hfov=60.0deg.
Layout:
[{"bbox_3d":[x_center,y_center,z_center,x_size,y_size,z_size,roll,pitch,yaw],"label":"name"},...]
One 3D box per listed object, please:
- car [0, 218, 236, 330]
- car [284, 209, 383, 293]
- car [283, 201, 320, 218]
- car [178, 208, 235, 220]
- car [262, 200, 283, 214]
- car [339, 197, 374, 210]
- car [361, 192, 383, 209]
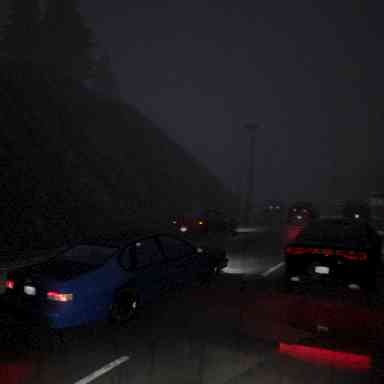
[{"bbox_3d":[-1.154,1.567,7.285,2.033,1.411,5.357,-1,0,33],"label":"car"},{"bbox_3d":[3.976,1.443,8.978,1.882,1.535,5.008,-1,0,31],"label":"car"},{"bbox_3d":[8.189,1.440,24.441,1.837,1.490,4.892,0,0,25],"label":"car"},{"bbox_3d":[0.738,1.534,17.351,1.812,1.442,4.674,-1,0,29],"label":"car"},{"bbox_3d":[8.349,1.490,33.875,2.033,1.411,5.357,-1,0,20],"label":"car"},{"bbox_3d":[12.317,1.396,25.133,1.837,1.490,4.892,0,0,24],"label":"car"},{"bbox_3d":[20.794,1.036,37.946,2.150,2.045,5.566,-1,0,16],"label":"car"}]
